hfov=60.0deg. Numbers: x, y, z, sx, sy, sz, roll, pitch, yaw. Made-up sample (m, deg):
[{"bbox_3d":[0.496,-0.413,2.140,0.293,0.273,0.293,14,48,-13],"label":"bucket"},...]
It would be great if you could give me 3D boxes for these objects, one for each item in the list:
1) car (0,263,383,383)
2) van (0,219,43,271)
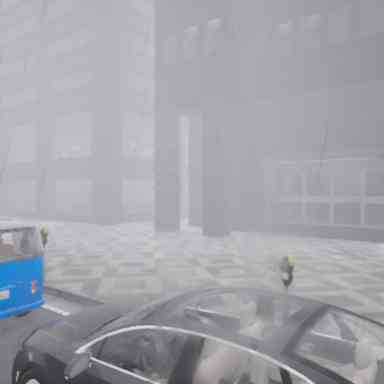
[{"bbox_3d":[0.170,1.550,2.841,4.403,1.369,2.008,0,0,36],"label":"car"},{"bbox_3d":[-4.418,1.339,6.115,3.998,1.788,1.690,0,0,36],"label":"van"}]
